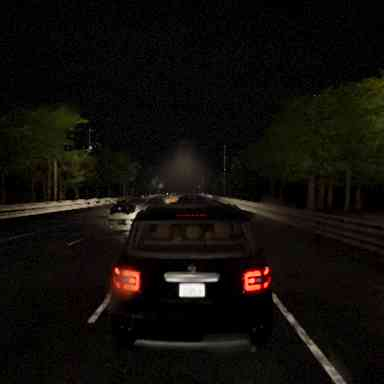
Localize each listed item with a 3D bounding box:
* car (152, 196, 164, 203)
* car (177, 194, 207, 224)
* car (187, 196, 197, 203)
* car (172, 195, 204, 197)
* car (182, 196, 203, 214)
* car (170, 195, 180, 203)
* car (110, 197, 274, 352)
[{"bbox_3d":[-6.958,1.535,68.464,1.812,1.442,4.674,0,0,1],"label":"car"},{"bbox_3d":[-0.007,1.239,26.588,2.150,2.045,5.566,0,0,-1],"label":"car"},{"bbox_3d":[0.034,1.609,68.815,1.895,1.301,4.718,0,0,1],"label":"car"},{"bbox_3d":[-0.010,1.228,20.809,2.150,2.045,5.566,0,0,0],"label":"car"},{"bbox_3d":[0.040,1.373,36.063,2.097,1.767,4.553,0,0,0],"label":"car"},{"bbox_3d":[-3.456,1.487,68.744,1.882,1.535,5.008,0,0,1],"label":"car"},{"bbox_3d":[0.000,1.218,6.456,2.150,2.045,5.566,0,0,0],"label":"car"}]
